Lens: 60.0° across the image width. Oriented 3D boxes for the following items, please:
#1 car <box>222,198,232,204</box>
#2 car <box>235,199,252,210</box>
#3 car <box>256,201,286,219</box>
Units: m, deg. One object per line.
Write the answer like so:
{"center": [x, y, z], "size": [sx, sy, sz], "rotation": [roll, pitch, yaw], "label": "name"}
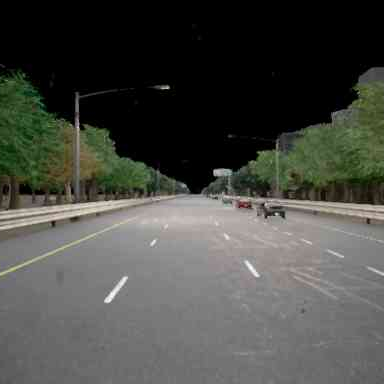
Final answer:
{"center": [7.274, 1.857, 69.688], "size": [1.895, 1.301, 4.718], "rotation": [0, 0, 0], "label": "car"}
{"center": [7.124, 1.649, 46.299], "size": [1.882, 1.535, 5.008], "rotation": [0, -1, 0], "label": "car"}
{"center": [7.053, 1.592, 30.003], "size": [1.837, 1.490, 4.892], "rotation": [0, 0, 0], "label": "car"}
